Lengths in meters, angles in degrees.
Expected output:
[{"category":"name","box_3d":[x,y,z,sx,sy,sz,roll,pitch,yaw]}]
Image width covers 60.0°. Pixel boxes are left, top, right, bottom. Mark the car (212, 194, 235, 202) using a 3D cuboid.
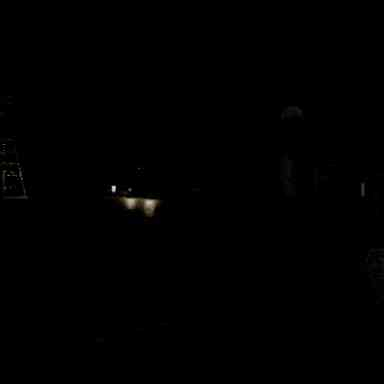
[{"category":"car","box_3d":[5.308,1.021,56.331,1.994,1.385,4.181,-1,1,-36]}]
